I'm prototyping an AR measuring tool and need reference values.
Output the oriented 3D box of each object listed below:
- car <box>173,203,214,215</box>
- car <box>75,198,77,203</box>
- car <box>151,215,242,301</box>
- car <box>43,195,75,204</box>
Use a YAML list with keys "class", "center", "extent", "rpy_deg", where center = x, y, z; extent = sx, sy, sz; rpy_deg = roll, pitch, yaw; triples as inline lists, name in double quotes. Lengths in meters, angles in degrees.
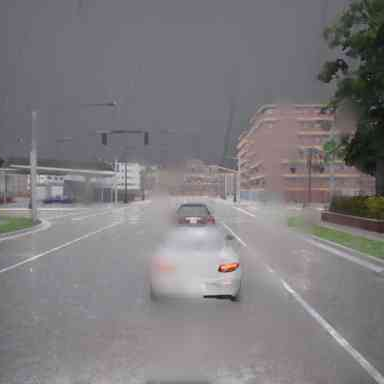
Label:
- class: "car"
  center: [0.064, 1.352, 17.181]
  extent: [2.097, 1.767, 4.553]
  rpy_deg: [0, 0, 0]
- class: "car"
  center: [-24.167, 1.456, 63.639]
  extent: [3.806, 1.475, 1.970]
  rpy_deg: [0, 0, 1]
- class: "car"
  center: [0.087, 1.526, 8.188]
  extent: [1.812, 1.442, 4.674]
  rpy_deg: [0, 0, 0]
- class: "car"
  center: [-23.437, 1.295, 57.889]
  extent: [4.611, 1.667, 2.242]
  rpy_deg: [0, 0, 1]
